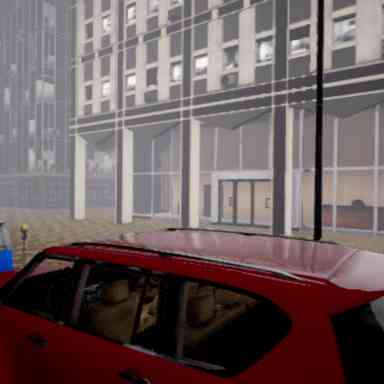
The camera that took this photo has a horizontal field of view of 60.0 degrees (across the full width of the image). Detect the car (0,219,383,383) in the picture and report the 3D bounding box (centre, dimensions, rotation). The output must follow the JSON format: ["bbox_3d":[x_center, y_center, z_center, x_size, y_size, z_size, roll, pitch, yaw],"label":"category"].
[{"bbox_3d":[-0.546,1.305,3.252,5.009,1.841,2.192,0,1,36],"label":"car"}]
